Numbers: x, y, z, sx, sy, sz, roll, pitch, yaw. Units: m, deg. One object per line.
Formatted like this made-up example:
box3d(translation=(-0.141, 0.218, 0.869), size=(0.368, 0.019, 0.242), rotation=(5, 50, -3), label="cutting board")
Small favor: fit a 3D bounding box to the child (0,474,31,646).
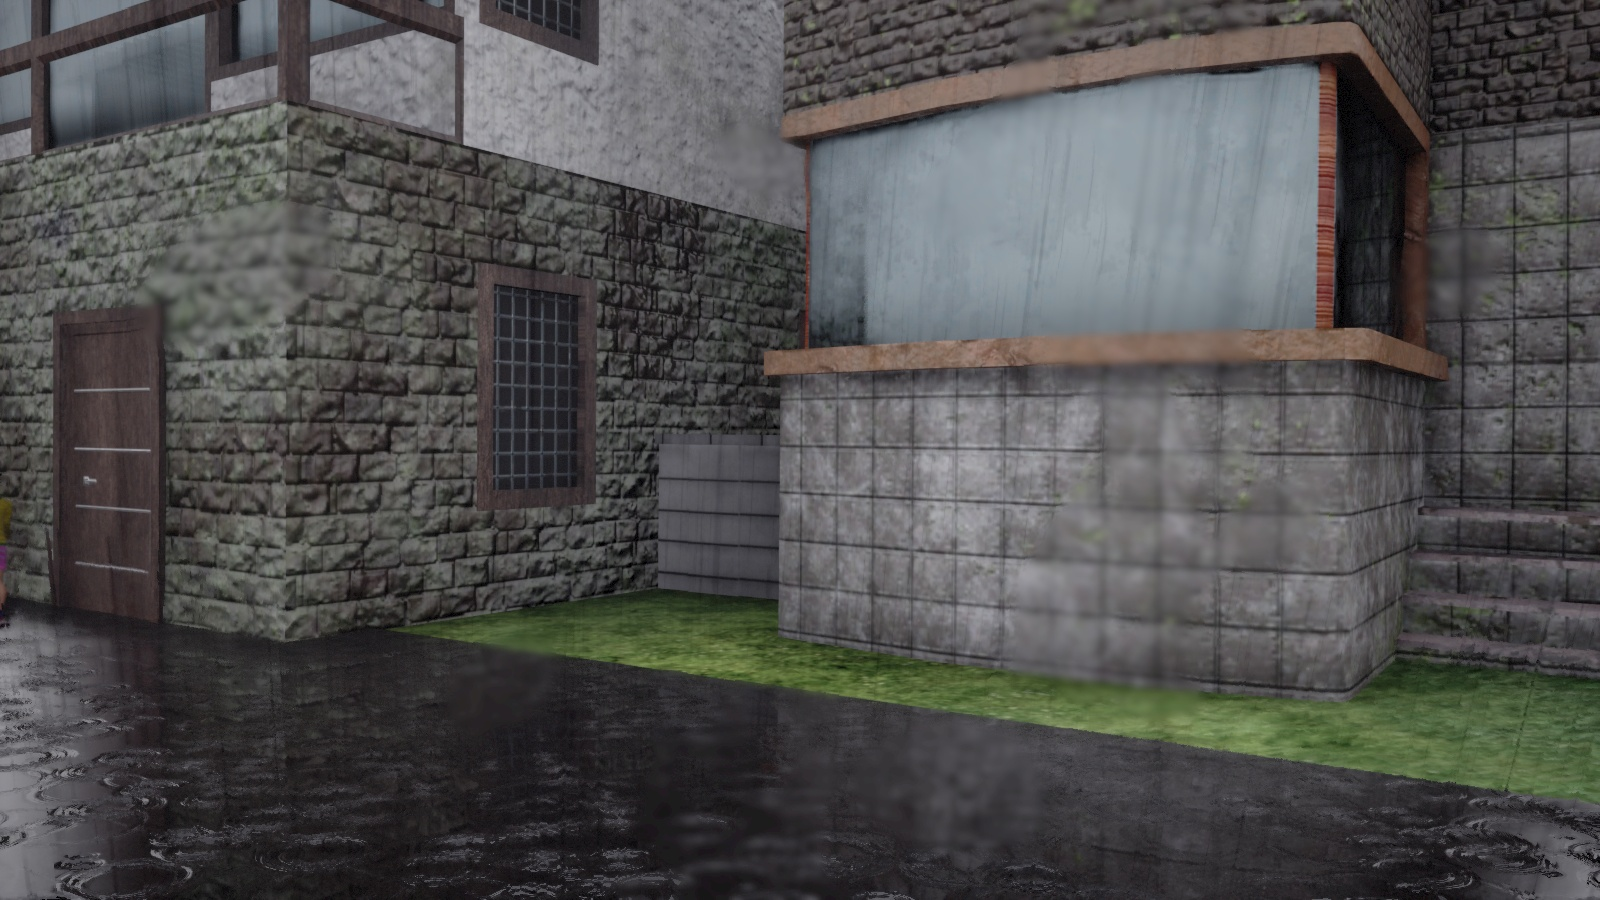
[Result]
box3d(translation=(-5.619, 0.753, 8.710), size=(0.473, 1.160, 0.299), rotation=(0, 1, 33), label="child")
